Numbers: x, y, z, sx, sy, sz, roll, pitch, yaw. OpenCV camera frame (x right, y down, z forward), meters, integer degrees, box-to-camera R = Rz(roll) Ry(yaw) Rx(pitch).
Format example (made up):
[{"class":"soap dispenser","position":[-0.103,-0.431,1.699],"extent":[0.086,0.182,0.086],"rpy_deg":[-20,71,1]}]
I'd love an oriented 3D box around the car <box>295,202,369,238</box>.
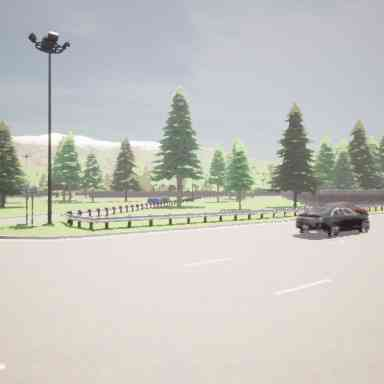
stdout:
[{"class":"car","position":[7.542,1.491,17.705],"extent":[4.902,1.511,2.128],"rpy_deg":[0,0,-35]}]

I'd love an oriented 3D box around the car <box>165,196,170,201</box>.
[{"class":"car","position":[-5.672,1.525,69.464],"extent":[1.812,1.442,4.674],"rpy_deg":[0,0,5]}]

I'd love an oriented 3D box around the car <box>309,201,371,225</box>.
[{"class":"car","position":[10.975,1.477,24.442],"extent":[5.008,1.535,1.882],"rpy_deg":[0,0,-35]}]

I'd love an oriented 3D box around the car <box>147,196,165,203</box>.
[{"class":"car","position":[-6.648,1.477,59.425],"extent":[1.882,1.535,5.008],"rpy_deg":[0,0,5]}]
